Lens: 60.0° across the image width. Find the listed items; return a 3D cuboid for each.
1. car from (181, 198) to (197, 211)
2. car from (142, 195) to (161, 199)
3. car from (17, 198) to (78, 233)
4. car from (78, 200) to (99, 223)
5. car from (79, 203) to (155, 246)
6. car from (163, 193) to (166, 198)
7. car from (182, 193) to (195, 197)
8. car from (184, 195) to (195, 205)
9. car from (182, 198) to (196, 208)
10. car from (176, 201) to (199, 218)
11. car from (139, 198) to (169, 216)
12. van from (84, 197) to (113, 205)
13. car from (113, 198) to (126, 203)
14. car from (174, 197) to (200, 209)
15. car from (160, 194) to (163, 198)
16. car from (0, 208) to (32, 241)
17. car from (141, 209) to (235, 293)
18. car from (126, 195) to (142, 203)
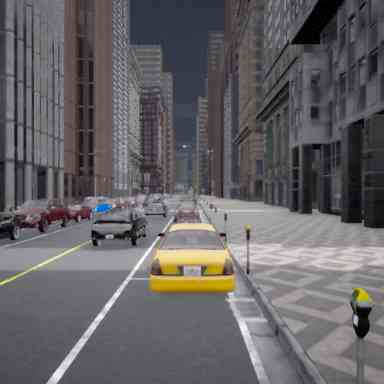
[{"bbox_3d":[-0.385,1.543,42.263,1.887,1.381,4.507,0,0,0],"label":"car"},{"bbox_3d":[-6.145,1.560,49.138,1.837,1.490,4.892,0,0,0],"label":"car"},{"bbox_3d":[-8.911,1.314,19.706,2.192,1.841,5.009,0,0,0],"label":"car"},{"bbox_3d":[-8.910,1.543,25.344,1.887,1.381,4.507,0,0,0],"label":"car"},{"bbox_3d":[-3.145,1.495,15.138,2.128,1.511,4.902,0,0,0],"label":"car"},{"bbox_3d":[-8.912,1.323,87.347,2.192,1.841,5.009,0,0,0],"label":"car"},{"bbox_3d":[-0.386,1.313,36.627,2.192,1.841,5.009,0,0,0],"label":"car"},{"bbox_3d":[-0.386,1.439,59.171,1.967,1.590,4.097,0,0,0],"label":"car"},{"bbox_3d":[-0.385,1.564,47.899,1.947,1.339,4.313,0,0,0],"label":"car"},{"bbox_3d":[-0.385,1.564,30.990,1.947,1.339,4.313,0,0,0],"label":"car"},{"bbox_3d":[-3.145,1.563,30.139,2.033,1.411,5.357,0,0,0],"label":"car"},{"bbox_3d":[-8.911,1.339,30.980,1.690,1.788,3.998,0,0,0],"label":"van"},{"bbox_3d":[-8.911,1.438,36.617,1.967,1.590,4.097,0,0,0],"label":"car"},{"bbox_3d":[-0.386,1.439,25.353,1.967,1.590,4.097,0,0,0],"label":"car"},{"bbox_3d":[-8.911,1.446,81.710,1.967,1.590,4.097,0,0,0],"label":"car"},{"bbox_3d":[-8.910,1.565,14.070,1.947,1.339,4.313,0,0,0],"label":"car"},{"bbox_3d":[0.005,1.456,8.840,1.801,1.575,5.366,0,0,0],"label":"car"},{"bbox_3d":[-8.911,1.438,47.891,1.967,1.590,4.097,0,0,0],"label":"car"}]
